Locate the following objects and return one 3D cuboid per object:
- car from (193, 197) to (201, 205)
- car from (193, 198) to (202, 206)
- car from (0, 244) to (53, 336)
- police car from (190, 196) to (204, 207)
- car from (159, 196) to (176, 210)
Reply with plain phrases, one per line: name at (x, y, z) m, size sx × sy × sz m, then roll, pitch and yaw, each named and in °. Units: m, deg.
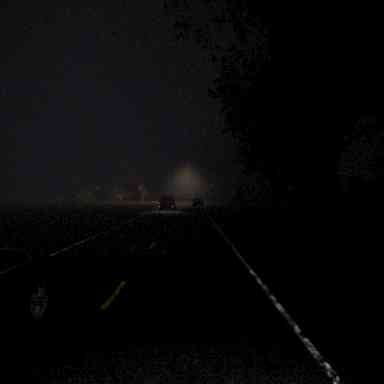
car at (1.059, 1.990, 75.391) m, size 1.882 × 1.535 × 5.008 m, roll 0°, pitch 0°, yaw 0°
car at (1.058, 1.987, 69.389) m, size 1.837 × 1.490 × 4.892 m, roll 0°, pitch 0°, yaw 0°
car at (-3.600, 1.532, 4.508) m, size 2.128 × 1.511 × 4.902 m, roll 0°, pitch -1°, yaw 0°
police car at (1.057, 1.852, 59.499) m, size 1.930 × 1.638 × 5.238 m, roll 0°, pitch 0°, yaw 0°
car at (-3.572, 1.584, 48.512) m, size 2.150 × 2.045 × 5.566 m, roll 0°, pitch -1°, yaw 0°
